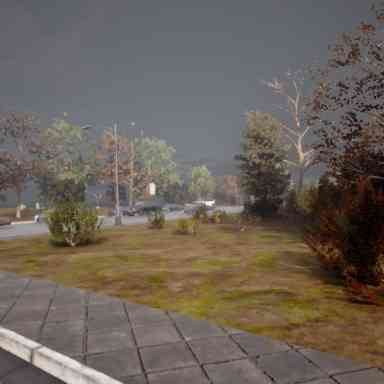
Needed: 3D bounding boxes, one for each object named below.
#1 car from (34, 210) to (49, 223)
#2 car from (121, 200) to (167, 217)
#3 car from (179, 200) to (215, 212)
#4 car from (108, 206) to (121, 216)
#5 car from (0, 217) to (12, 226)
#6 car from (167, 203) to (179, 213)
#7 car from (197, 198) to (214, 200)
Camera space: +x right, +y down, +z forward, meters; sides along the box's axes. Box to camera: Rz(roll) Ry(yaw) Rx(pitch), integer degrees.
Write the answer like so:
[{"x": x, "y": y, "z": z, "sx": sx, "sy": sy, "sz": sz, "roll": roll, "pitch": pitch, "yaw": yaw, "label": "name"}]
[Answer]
[{"x": -14.852, "y": 2.508, "z": 36.487, "sx": 2.128, "sy": 1.511, "sz": 4.902, "roll": -3, "pitch": -2, "yaw": 33, "label": "car"}, {"x": -6.179, "y": 2.128, "z": 43.656, "sx": 2.150, "sy": 2.045, "sz": 5.566, "roll": -3, "pitch": -2, "yaw": 32, "label": "car"}, {"x": 0.897, "y": 2.337, "z": 47.954, "sx": 2.033, "sy": 1.411, "sz": 5.357, "roll": -3, "pitch": -2, "yaw": 32, "label": "car"}, {"x": -9.534, "y": 2.623, "z": 44.881, "sx": 1.994, "sy": 1.385, "sz": 4.181, "roll": -3, "pitch": -2, "yaw": 31, "label": "car"}, {"x": -17.332, "y": 2.389, "z": 26.338, "sx": 2.033, "sy": 1.411, "sz": 5.357, "roll": -3, "pitch": -2, "yaw": 34, "label": "car"}, {"x": -3.550, "y": 2.621, "z": 54.310, "sx": 2.128, "sy": 1.511, "sz": 4.902, "roll": -3, "pitch": -2, "yaw": 33, "label": "car"}, {"x": 1.949, "y": 1.956, "z": 56.446, "sx": 2.150, "sy": 2.045, "sz": 5.566, "roll": -3, "pitch": -2, "yaw": 32, "label": "car"}]
